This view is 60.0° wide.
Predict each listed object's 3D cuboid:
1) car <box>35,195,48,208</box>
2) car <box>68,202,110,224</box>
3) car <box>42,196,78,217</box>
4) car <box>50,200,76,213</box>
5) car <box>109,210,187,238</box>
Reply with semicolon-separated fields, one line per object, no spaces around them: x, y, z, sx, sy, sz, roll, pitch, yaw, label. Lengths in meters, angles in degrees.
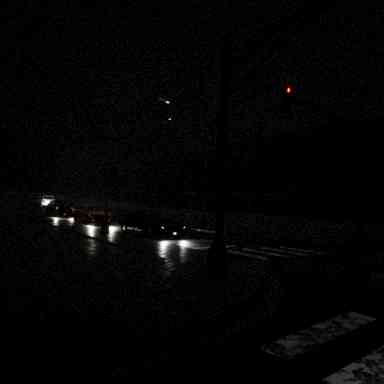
-23.602;1.549;53.570;2.150;2.045;5.566;4;-1;-36;car
-8.232;1.770;27.243;1.882;1.535;5.008;4;-3;-36;car
-14.084;1.679;35.419;2.097;1.767;4.553;4;-2;-35;car
-17.731;1.941;45.439;2.128;1.511;4.902;4;-2;-35;car
-2.511;1.761;19.211;2.033;1.411;5.357;4;-3;-38;car
